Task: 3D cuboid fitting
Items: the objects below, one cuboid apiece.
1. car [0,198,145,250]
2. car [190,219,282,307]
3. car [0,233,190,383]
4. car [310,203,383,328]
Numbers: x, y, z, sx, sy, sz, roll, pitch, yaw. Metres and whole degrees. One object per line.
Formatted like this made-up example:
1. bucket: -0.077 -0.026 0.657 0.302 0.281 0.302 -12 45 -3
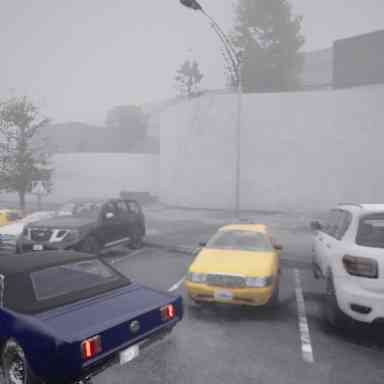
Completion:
1. car: -3.573 1.247 12.007 2.435 2.045 5.566 1 0 16
2. car: 1.268 1.492 8.369 1.946 1.575 5.366 1 -1 15
3. car: -2.533 1.611 5.186 4.718 1.301 1.895 0 0 35
4. car: 3.767 1.240 6.832 2.435 2.045 5.566 0 -1 15
